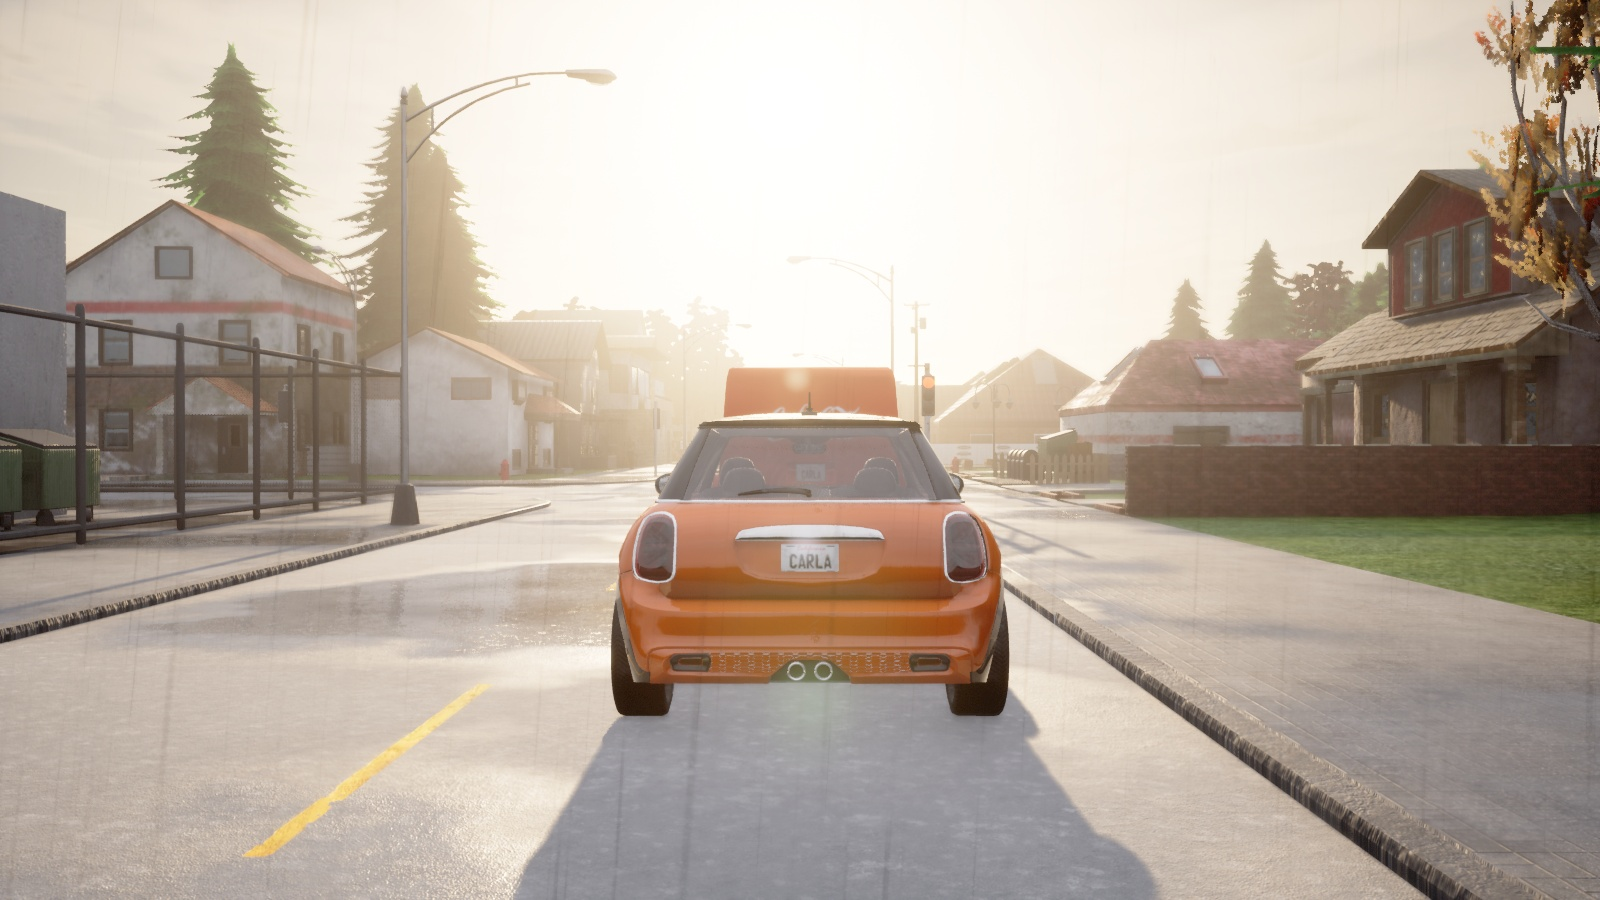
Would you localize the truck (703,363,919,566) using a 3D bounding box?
[{"bbox_3d":[0.125,0.159,17.875,2.627,2.467,5.204,0,0,0],"label":"truck"}]

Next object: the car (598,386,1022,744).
[{"bbox_3d":[0.062,0.557,8.482,2.097,1.767,4.553,0,0,0],"label":"car"}]

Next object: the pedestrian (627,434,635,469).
[{"bbox_3d":[-8.832,0.080,65.449,0.331,1.846,0.634,0,0,0],"label":"pedestrian"}]
